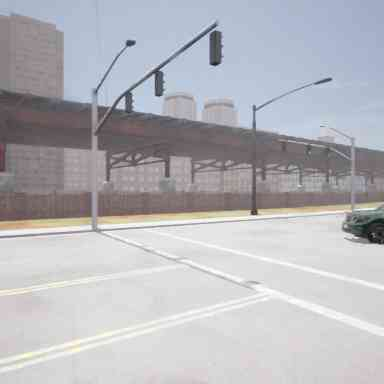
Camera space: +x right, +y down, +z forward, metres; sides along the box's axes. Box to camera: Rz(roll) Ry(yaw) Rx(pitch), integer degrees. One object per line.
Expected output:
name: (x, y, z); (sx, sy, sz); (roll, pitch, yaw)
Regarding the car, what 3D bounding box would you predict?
car: (9.797, 1.219, 14.897); (5.566, 2.045, 2.150); (0, -1, 7)
